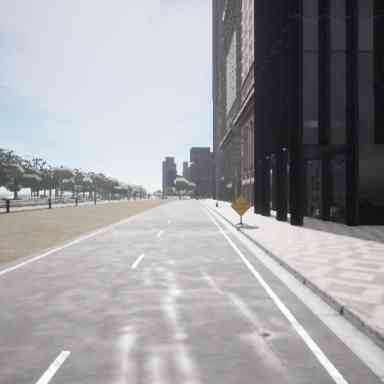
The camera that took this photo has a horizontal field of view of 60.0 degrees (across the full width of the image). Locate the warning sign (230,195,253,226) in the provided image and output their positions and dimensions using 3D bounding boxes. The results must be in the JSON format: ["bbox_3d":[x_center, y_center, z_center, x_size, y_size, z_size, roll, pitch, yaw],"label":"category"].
[{"bbox_3d":[3.047,1.140,20.605,1.300,1.860,1.060,0,0,0],"label":"warning sign"}]
